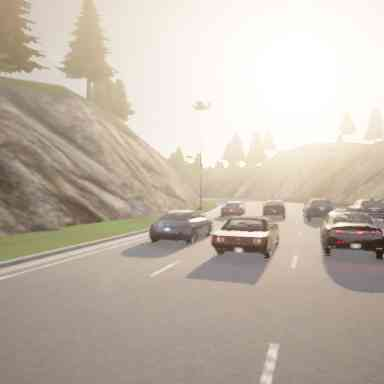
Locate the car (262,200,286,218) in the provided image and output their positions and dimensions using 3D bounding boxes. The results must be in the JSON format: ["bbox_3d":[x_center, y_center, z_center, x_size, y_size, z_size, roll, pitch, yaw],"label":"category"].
[{"bbox_3d":[7.358,1.431,29.789,1.882,1.535,5.008,0,0,13],"label":"car"}]

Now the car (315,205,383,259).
[{"bbox_3d":[5.965,1.474,12.714,2.128,1.511,4.902,0,0,20],"label":"car"}]

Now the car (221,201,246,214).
[{"bbox_3d":[3.796,1.513,29.944,1.994,1.385,4.181,0,0,13],"label":"car"}]

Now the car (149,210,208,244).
[{"bbox_3d":[-0.365,1.534,15.810,1.994,1.385,4.181,0,0,19],"label":"car"}]

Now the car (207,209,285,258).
[{"bbox_3d":[2.288,1.579,12.824,1.895,1.301,4.718,0,0,20],"label":"car"}]

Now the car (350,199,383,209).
[{"bbox_3d":[13.619,1.318,25.922,2.097,1.767,4.553,0,0,15],"label":"car"}]

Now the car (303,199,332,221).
[{"bbox_3d":[10.271,1.313,26.971,2.097,1.767,4.553,0,0,14],"label":"car"}]
